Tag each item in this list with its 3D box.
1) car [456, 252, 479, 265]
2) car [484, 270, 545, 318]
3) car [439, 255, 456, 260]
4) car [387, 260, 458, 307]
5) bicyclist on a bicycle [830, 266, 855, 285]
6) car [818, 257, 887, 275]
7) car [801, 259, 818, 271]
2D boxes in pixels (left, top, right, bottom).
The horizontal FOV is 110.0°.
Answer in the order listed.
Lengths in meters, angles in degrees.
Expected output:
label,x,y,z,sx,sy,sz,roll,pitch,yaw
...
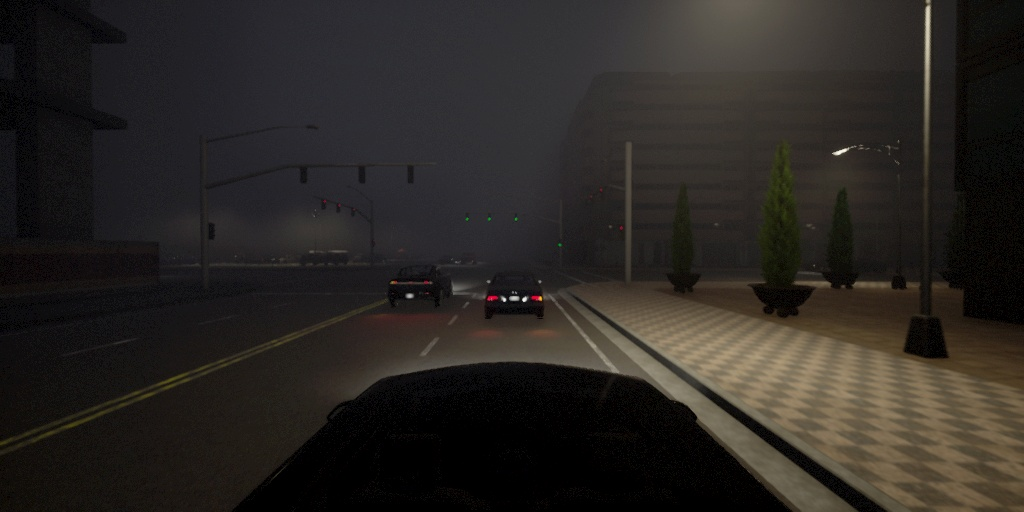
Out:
label,x,y,z,sx,sy,sz,roll,pitch,yaw
car,-7.047,0.357,57.829,2.150,2.045,5.566,0,1,0
car,0.079,1.181,12.321,2.033,1.411,5.357,0,1,0
car,-10.548,0.615,57.626,1.882,1.535,5.008,0,1,0
car,-3.567,1.102,14.473,2.128,1.511,4.902,0,1,-3
bicyclist on a bicycle,18.414,0.793,20.063,0.582,1.620,1.656,0,0,0
car,30.569,0.888,31.936,4.674,1.442,1.812,0,1,1
car,31.420,0.829,35.427,4.892,1.490,1.837,0,1,1
